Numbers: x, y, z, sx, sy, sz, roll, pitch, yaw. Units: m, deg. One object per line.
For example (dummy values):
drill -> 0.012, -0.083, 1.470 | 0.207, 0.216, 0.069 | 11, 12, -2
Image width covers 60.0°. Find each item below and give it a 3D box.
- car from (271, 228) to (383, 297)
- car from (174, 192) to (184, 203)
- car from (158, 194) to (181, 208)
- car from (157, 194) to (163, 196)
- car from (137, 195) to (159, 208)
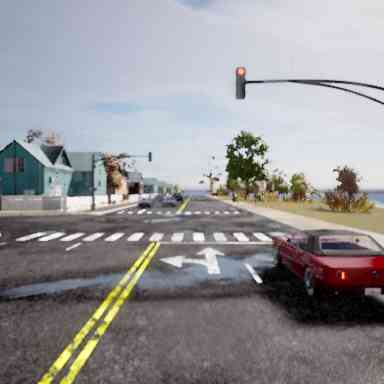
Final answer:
car -> 3.401, 1.575, 8.436 | 1.895, 1.301, 4.718 | 0, 0, 0
car -> -2.821, 1.086, 66.631 | 2.150, 2.045, 5.566 | 0, 0, 0
car -> -3.039, 1.440, 46.275 | 2.033, 1.411, 5.357 | 0, 0, 1
car -> -6.097, 1.220, 64.091 | 2.097, 1.767, 4.553 | 0, 0, 1
car -> -6.287, 1.440, 46.300 | 2.033, 1.411, 5.357 | 0, 0, 1
